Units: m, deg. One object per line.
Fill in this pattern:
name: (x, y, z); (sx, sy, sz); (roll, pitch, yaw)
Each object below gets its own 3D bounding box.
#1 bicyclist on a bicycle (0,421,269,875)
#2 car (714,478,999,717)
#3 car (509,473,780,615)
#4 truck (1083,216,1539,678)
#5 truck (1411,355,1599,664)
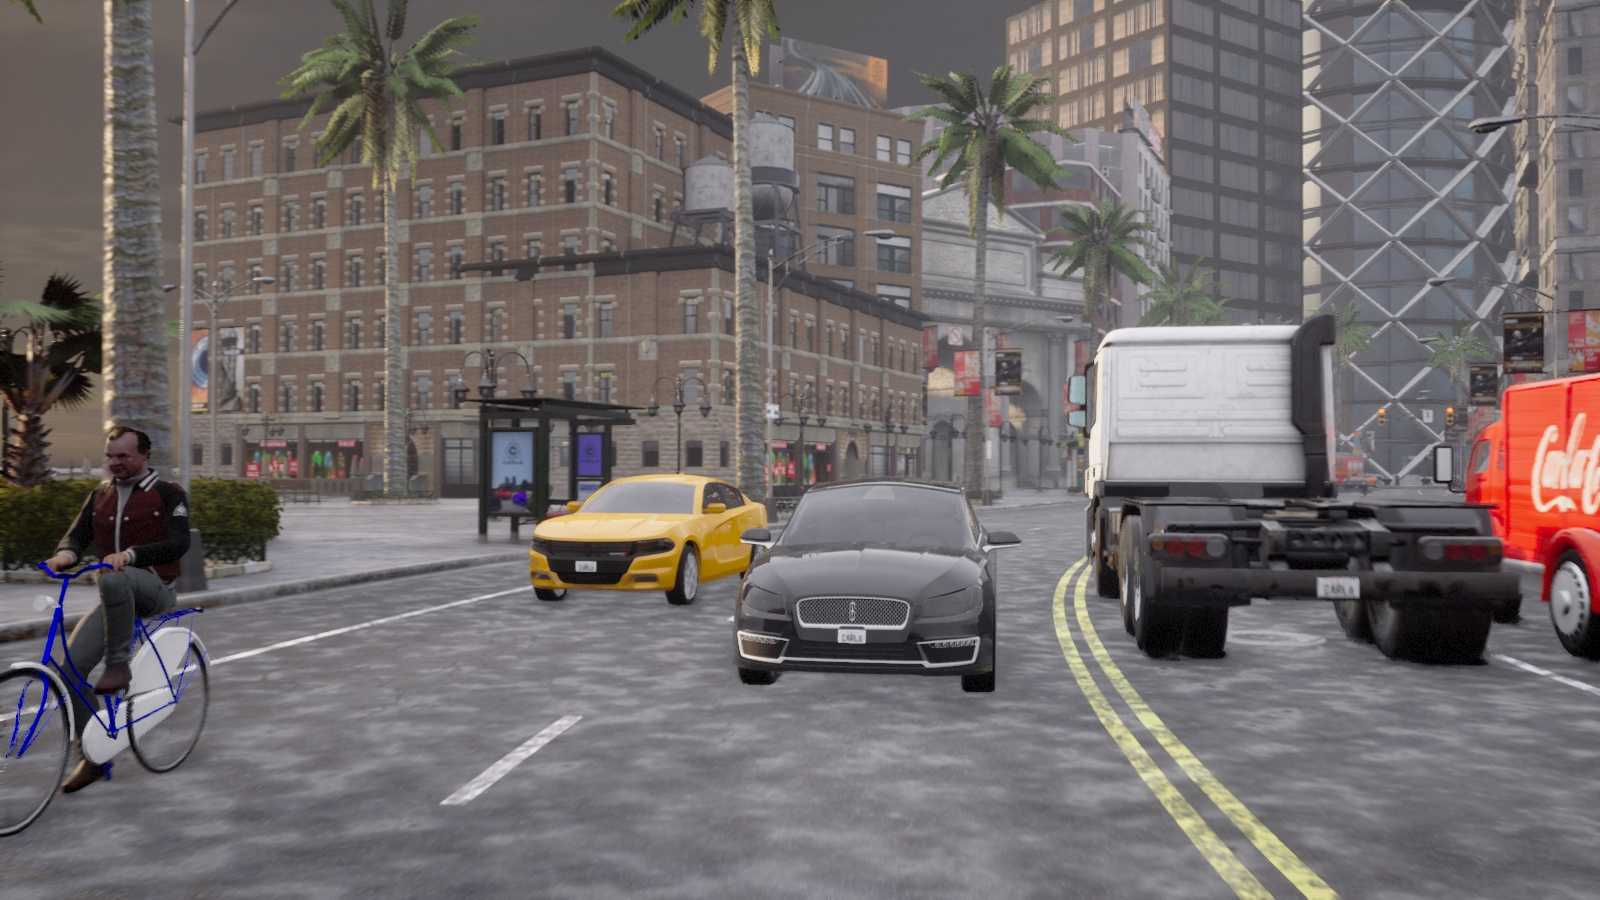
bicyclist on a bicycle: (-3.271, 0.794, 5.879); (0.659, 1.776, 1.843); (0, -1, 5)
car: (0.733, 0.994, 10.555); (1.837, 1.490, 4.892); (0, -1, 9)
car: (-1.788, 1.072, 16.334); (1.882, 1.535, 5.008); (0, -1, 13)
truck: (4.765, 0.045, 13.578); (2.891, 3.462, 7.936); (0, -1, 10)
truck: (8.028, 0.502, 11.885); (2.627, 2.467, 5.204); (0, -1, 9)
